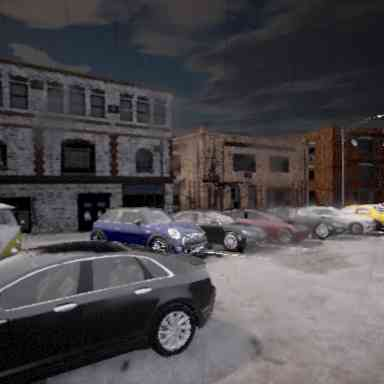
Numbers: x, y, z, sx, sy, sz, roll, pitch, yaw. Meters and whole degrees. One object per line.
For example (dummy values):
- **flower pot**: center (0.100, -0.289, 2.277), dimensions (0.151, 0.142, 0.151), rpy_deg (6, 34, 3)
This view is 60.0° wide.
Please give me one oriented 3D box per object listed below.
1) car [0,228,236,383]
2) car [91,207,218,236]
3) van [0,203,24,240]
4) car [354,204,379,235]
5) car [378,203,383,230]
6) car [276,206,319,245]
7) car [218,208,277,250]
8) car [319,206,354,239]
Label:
- **car**: center (-1.887, 1.507, 4.487), dimensions (4.892, 1.490, 1.837), rpy_deg (0, 0, -35)
- **car**: center (-1.661, 1.374, 12.446), dimensions (4.553, 1.767, 2.185), rpy_deg (-1, -1, 35)
- **van**: center (-6.317, 1.258, 8.959), dimensions (4.442, 1.987, 1.878), rpy_deg (-1, -1, 35)
- **car**: center (7.918, 1.573, 19.238), dimensions (4.674, 1.452, 2.002), rpy_deg (-1, -1, 35)
- **car**: center (10.152, 1.541, 21.040), dimensions (5.366, 1.575, 1.946), rpy_deg (-1, -1, 35)
- **car**: center (3.167, 1.545, 15.815), dimensions (4.792, 1.488, 2.163), rpy_deg (-1, -1, 35)
- **car**: center (0.748, 1.508, 14.132), dimensions (4.892, 1.521, 2.231), rpy_deg (-1, -1, 35)
- **car**: center (5.527, 1.525, 17.544), dimensions (4.892, 1.521, 2.231), rpy_deg (-1, -1, 34)
